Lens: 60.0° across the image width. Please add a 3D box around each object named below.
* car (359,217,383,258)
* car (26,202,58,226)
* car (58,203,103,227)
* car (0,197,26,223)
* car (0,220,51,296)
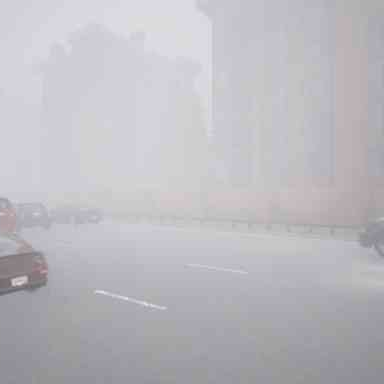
[{"bbox_3d":[8.547,1.216,10.794,5.566,2.045,2.150,-1,-1,35],"label":"car"},{"bbox_3d":[-10.523,1.353,20.077,4.553,1.767,2.097,0,0,35],"label":"car"},{"bbox_3d":[-8.223,1.477,22.738,5.008,1.535,1.882,0,0,35],"label":"car"},{"bbox_3d":[-10.541,1.221,15.795,5.566,2.045,2.150,0,0,35],"label":"car"},{"bbox_3d":[-5.150,1.525,7.659,4.674,1.442,1.812,0,0,35],"label":"car"}]
